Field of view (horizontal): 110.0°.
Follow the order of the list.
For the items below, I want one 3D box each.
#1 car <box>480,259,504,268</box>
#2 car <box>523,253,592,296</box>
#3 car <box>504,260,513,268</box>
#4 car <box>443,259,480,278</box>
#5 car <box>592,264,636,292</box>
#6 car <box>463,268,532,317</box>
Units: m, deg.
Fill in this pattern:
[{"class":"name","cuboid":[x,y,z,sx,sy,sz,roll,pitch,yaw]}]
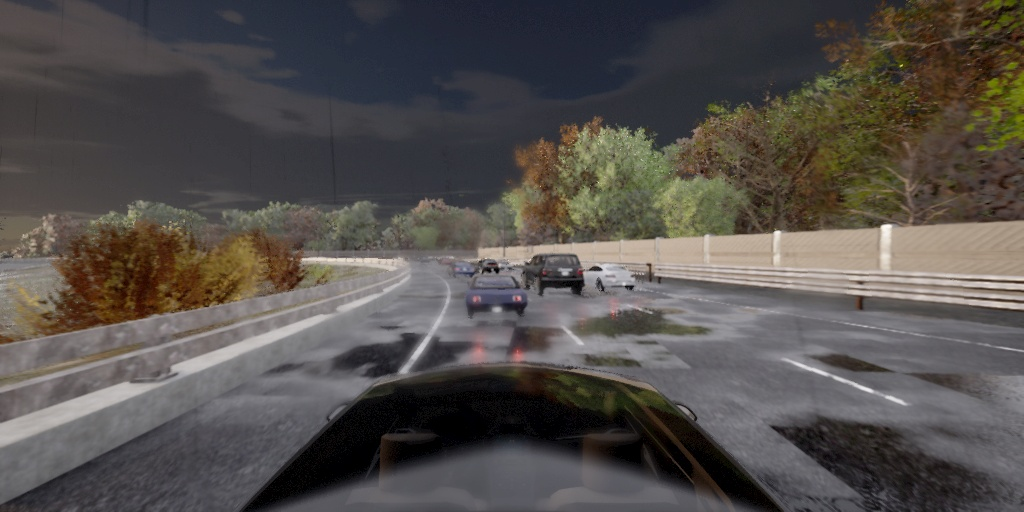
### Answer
[{"class":"car","cuboid":[-2.692,1.077,37.096,1.837,1.490,4.892,0,0,-19]},{"class":"car","cuboid":[2.010,0.871,18.895,2.150,2.045,5.566,0,0,-9]},{"class":"car","cuboid":[-1.539,1.133,43.767,1.895,1.301,4.718,0,0,-22]},{"class":"car","cuboid":[-4.624,1.155,31.999,2.033,1.411,5.357,0,0,-17]},{"class":"car","cuboid":[5.273,1.155,20.281,1.812,1.442,4.674,0,0,-9]},{"class":"car","cuboid":[-0.680,1.294,12.855,1.895,1.301,4.718,0,0,-6]}]
